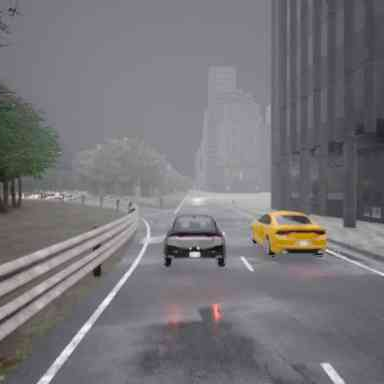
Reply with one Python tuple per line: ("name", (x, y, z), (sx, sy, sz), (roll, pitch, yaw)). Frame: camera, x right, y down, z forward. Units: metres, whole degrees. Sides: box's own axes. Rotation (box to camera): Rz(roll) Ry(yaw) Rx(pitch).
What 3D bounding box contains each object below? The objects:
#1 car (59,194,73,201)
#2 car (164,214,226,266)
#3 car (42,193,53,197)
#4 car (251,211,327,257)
("car", (-27.001, 1.119, 71.636), (5.008, 1.535, 1.882), (1, 1, 44))
("car", (0.081, 1.512, 11.579), (2.128, 1.511, 4.902), (0, 0, 0))
("car", (-34.128, 0.885, 78.995), (1.812, 1.442, 4.674), (0, 1, -39))
("car", (3.581, 1.500, 13.135), (1.882, 1.535, 5.008), (0, 0, 0))
